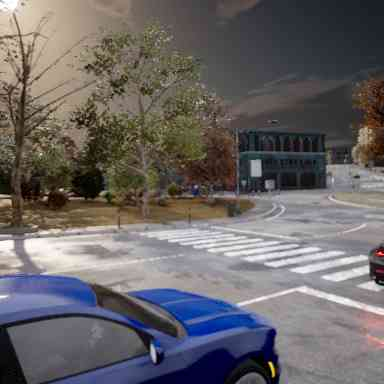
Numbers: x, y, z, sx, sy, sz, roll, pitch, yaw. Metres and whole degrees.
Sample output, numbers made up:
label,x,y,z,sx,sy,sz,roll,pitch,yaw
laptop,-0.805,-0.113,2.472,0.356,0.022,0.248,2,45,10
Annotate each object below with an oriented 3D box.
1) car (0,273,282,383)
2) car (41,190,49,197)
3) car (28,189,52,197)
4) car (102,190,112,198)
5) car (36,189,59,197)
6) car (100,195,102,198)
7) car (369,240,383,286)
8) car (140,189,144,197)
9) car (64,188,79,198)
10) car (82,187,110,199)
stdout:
label,x,y,z,sx,sy,sz,roll,pitch,yaw
car,-1.347,1.480,2.785,5.008,1.535,1.882,0,0,-36
car,-30.280,0.378,73.273,2.097,1.535,5.008,0,2,18
car,-35.002,0.299,76.778,1.946,1.575,5.366,0,2,18
car,-13.737,0.277,60.618,2.185,1.767,4.553,-2,1,16
car,-32.633,0.212,75.078,2.185,1.767,4.553,0,2,18
car,-16.154,0.433,62.241,1.946,1.575,5.366,-1,2,17
car,6.260,1.535,8.177,4.892,1.490,1.837,0,0,-35
car,-8.945,0.081,57.098,2.435,2.045,5.566,-1,1,16
car,-23.235,0.482,67.777,2.163,1.488,4.792,0,2,17
car,-18.494,0.195,64.231,2.435,2.045,5.566,-1,1,17
